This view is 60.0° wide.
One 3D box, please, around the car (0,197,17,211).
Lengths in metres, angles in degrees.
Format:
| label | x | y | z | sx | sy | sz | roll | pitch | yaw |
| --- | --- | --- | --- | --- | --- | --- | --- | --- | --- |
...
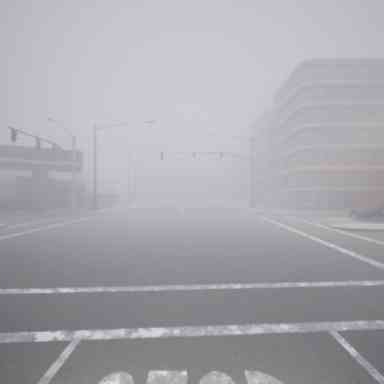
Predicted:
| label | x | y | z | sx | sy | sz | roll | pitch | yaw |
| --- | --- | --- | --- | --- | --- | --- | --- | --- | --- |
| car | -23.315 | 1.377 | 38.293 | 4.611 | 1.667 | 2.242 | 0 | 0 | 1 |

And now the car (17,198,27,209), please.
| label | x | y | z | sx | sy | sz | roll | pitch | yaw |
| --- | --- | --- | --- | --- | --- | --- | --- | --- | --- |
| car | -24.032 | 1.550 | 44.044 | 3.806 | 1.475 | 1.970 | 0 | 0 | 1 |

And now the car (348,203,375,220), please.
| label | x | y | z | sx | sy | sz | roll | pitch | yaw |
| --- | --- | --- | --- | --- | --- | --- | --- | --- | --- |
| car | 16.363 | 1.609 | 28.371 | 5.357 | 1.411 | 2.033 | 0 | 0 | 0 |

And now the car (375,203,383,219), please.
| label | x | y | z | sx | sy | sz | roll | pitch | yaw |
| --- | --- | --- | --- | --- | --- | --- | --- | --- | --- |
| car | 16.875 | 1.532 | 24.868 | 5.008 | 1.535 | 1.882 | 0 | 0 | 0 |
